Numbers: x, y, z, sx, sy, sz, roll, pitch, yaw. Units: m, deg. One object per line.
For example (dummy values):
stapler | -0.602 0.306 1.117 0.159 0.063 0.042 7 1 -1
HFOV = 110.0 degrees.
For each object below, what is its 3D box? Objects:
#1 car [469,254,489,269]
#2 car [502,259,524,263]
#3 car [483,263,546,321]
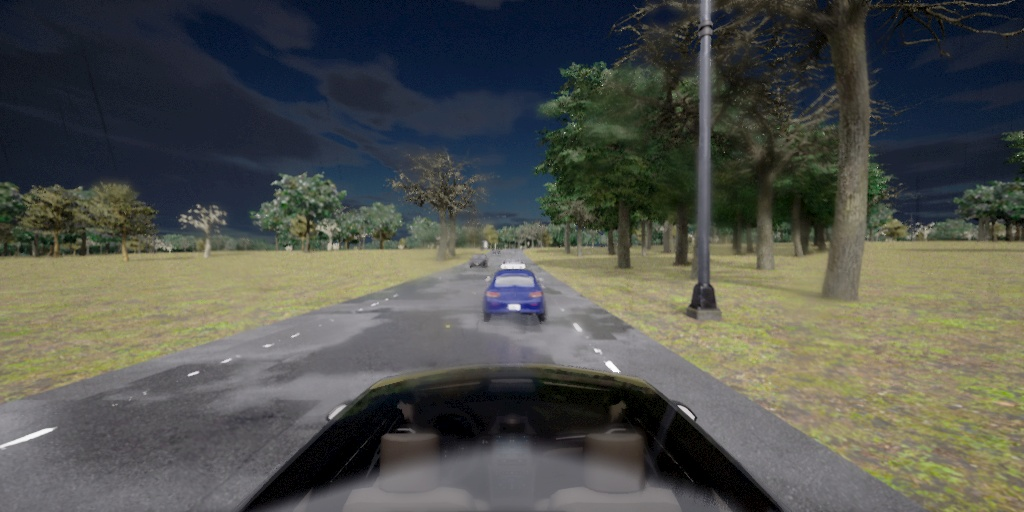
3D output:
car | -3.593 0.566 39.429 1.837 1.490 4.892 0 1 0
car | 0.092 0.889 29.810 1.895 1.301 4.718 0 1 0
car | 0.082 1.153 11.785 1.812 1.442 4.674 0 1 0
